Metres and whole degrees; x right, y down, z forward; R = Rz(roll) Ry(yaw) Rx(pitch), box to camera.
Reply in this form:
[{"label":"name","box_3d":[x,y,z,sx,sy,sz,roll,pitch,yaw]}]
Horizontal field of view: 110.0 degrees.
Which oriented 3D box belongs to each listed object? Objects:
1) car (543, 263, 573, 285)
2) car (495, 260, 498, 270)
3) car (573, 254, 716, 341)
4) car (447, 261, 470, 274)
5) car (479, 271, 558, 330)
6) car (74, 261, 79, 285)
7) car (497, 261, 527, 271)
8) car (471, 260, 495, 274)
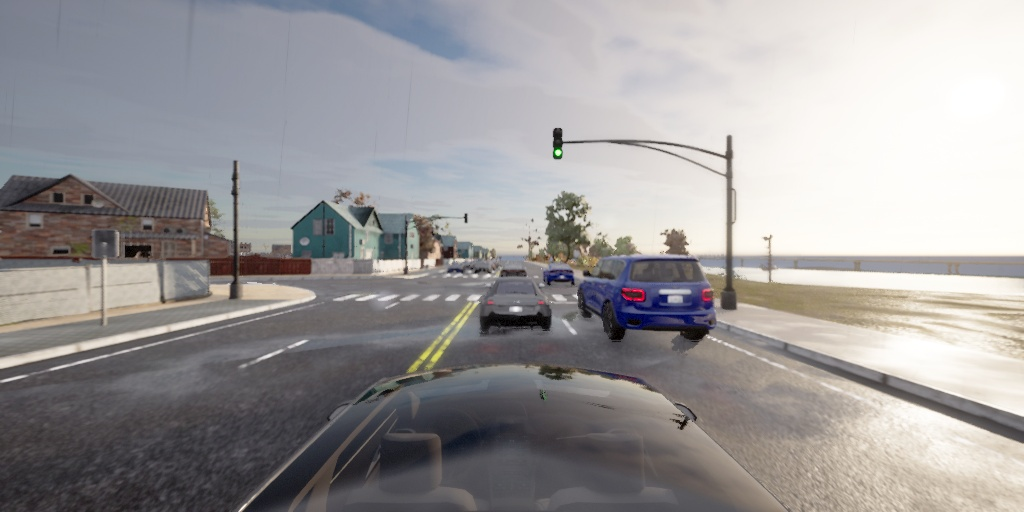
[{"label":"car","box_3d":[3.349,1.264,26.463,1.882,1.535,5.008,0,0,0]},{"label":"car","box_3d":[-3.334,1.370,51.661,1.812,1.442,4.674,0,0,0]},{"label":"car","box_3d":[3.348,0.982,10.035,2.150,2.045,5.566,0,0,0]},{"label":"car","box_3d":[-6.624,1.371,43.482,2.033,1.411,5.357,0,0,-2]},{"label":"car","box_3d":[0.098,1.326,11.129,1.994,1.385,4.181,0,0,0]},{"label":"car","box_3d":[-21.768,0.888,17.404,4.674,1.442,1.812,1,-1,-35]},{"label":"car","box_3d":[0.096,1.265,27.007,1.882,1.535,5.008,0,0,0]},{"label":"car","box_3d":[-3.345,1.326,42.399,1.837,1.490,4.892,0,0,0]}]
